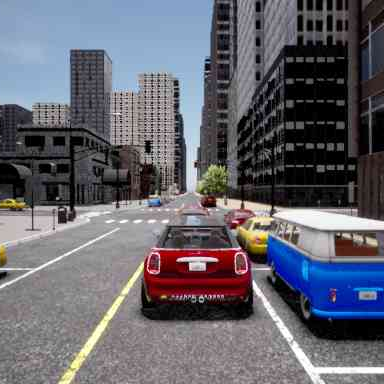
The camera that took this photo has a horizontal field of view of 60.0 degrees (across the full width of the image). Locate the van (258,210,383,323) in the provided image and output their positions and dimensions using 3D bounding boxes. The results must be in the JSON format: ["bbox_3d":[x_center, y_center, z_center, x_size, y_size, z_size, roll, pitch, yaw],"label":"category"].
[{"bbox_3d":[2.684,1.341,6.923,1.690,1.788,3.998,0,0,0],"label":"van"}]

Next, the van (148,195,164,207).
[{"bbox_3d":[-5.719,1.395,50.632,1.690,1.788,3.998,0,0,0],"label":"van"}]

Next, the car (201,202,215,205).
[{"bbox_3d":[0.091,1.482,17.271,1.882,1.535,5.008,0,0,0],"label":"car"}]

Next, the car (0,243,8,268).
[{"bbox_3d":[-5.696,1.525,6.749,1.752,1.417,4.829,0,0,0],"label":"car"}]

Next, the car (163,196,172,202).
[{"bbox_3d":[-5.732,1.668,78.251,2.008,1.369,4.403,0,0,0],"label":"car"}]

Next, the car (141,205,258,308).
[{"bbox_3d":[0.095,1.352,8.065,2.097,1.767,4.553,0,0,0],"label":"car"}]

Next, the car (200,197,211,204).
[{"bbox_3d":[2.654,1.655,67.211,1.947,1.339,4.313,0,0,0],"label":"car"}]

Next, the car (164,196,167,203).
[{"bbox_3d":[-5.721,1.505,56.155,1.967,1.590,4.097,0,0,0],"label":"car"}]

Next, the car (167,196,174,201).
[{"bbox_3d":[-5.738,1.673,89.129,1.752,1.417,4.829,0,0,0],"label":"car"}]

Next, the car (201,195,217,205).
[{"bbox_3d":[2.661,1.369,50.638,2.192,1.841,5.009,0,0,0],"label":"car"}]

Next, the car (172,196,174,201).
[{"bbox_3d":[-5.729,1.653,72.727,2.008,1.369,4.403,0,0,0],"label":"car"}]

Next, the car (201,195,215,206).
[{"bbox_3d":[2.658,1.380,56.162,2.192,1.841,5.009,0,0,0],"label":"car"}]

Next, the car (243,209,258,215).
[{"bbox_3d":[2.681,1.527,12.758,1.752,1.417,4.829,0,0,0],"label":"car"}]

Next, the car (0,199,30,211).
[{"bbox_3d":[-21.428,1.469,38.455,4.829,1.417,1.752,0,0,0],"label":"car"}]

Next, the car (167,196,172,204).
[{"bbox_3d":[-5.727,1.529,67.204,1.967,1.590,4.097,0,0,0],"label":"car"}]

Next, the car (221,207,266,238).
[{"bbox_3d":[2.678,1.587,18.250,1.802,1.307,4.206,0,0,0],"label":"car"}]
